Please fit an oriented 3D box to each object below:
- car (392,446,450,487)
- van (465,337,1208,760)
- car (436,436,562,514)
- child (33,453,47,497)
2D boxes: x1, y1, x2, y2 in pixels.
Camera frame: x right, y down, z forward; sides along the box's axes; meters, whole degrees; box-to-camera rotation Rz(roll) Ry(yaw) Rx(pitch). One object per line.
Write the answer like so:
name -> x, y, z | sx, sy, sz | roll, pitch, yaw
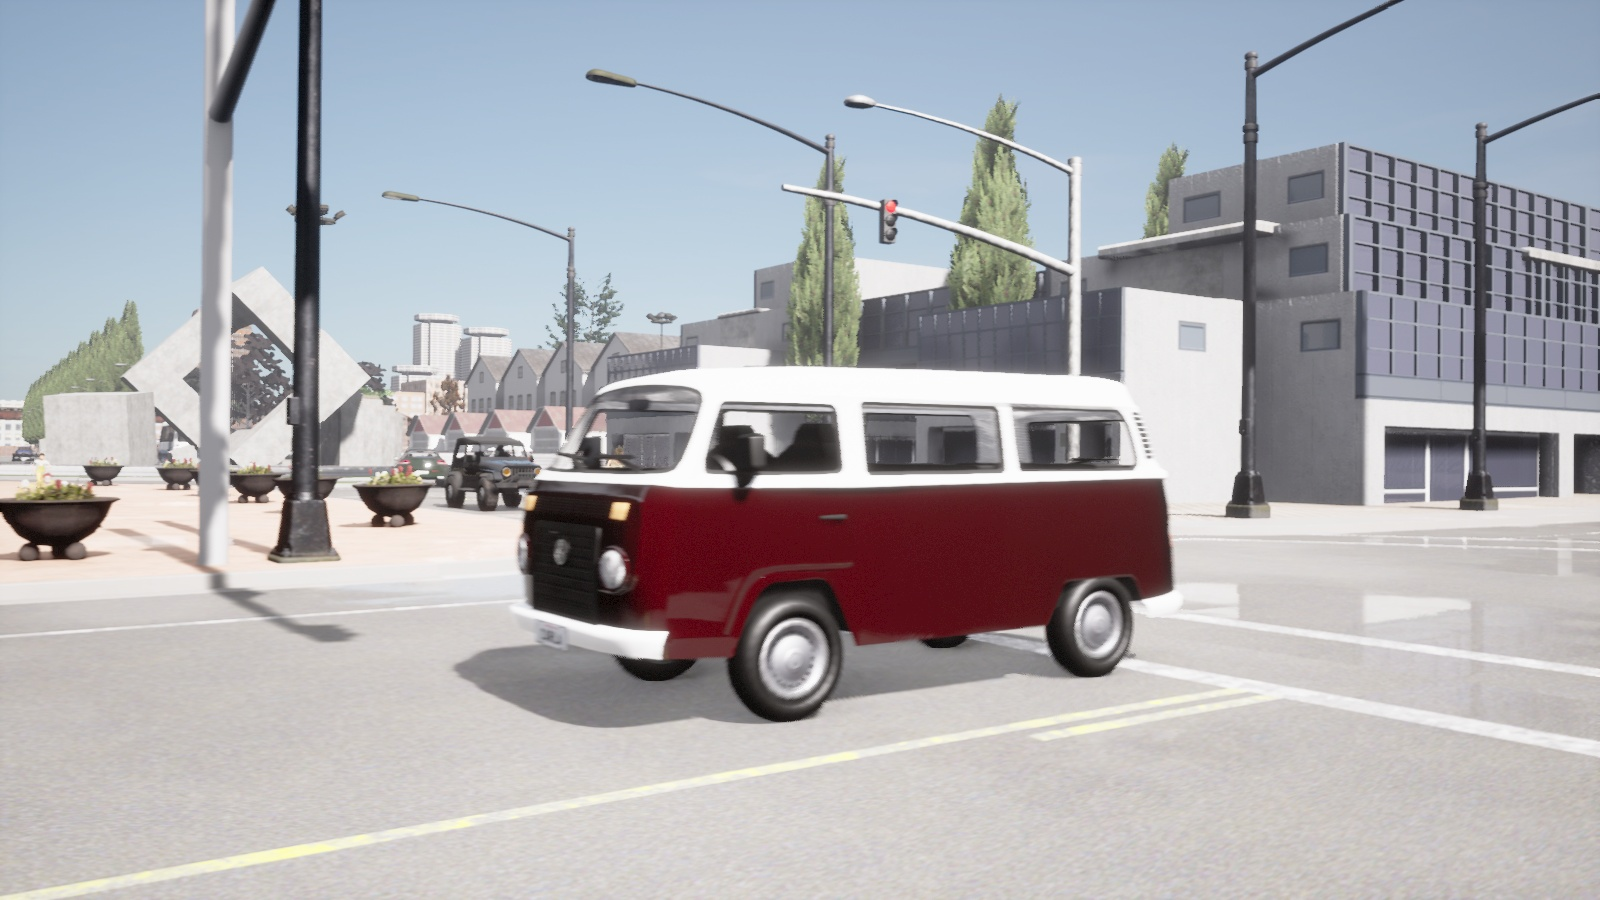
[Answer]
car -> -16.329, 0.694, 53.927 | 2.152, 1.651, 5.027 | 0, 0, -20
van -> 0.363, 0.478, 8.176 | 4.480, 2.038, 2.069 | 0, 0, -35
car -> -7.829, 0.615, 32.446 | 1.905, 1.878, 3.866 | 1, 0, -35
child -> -22.061, 0.733, 36.440 | 0.270, 1.263, 0.437 | 1, -1, -41
